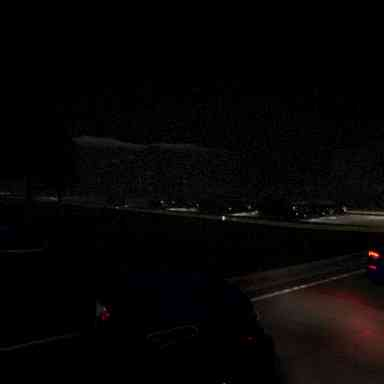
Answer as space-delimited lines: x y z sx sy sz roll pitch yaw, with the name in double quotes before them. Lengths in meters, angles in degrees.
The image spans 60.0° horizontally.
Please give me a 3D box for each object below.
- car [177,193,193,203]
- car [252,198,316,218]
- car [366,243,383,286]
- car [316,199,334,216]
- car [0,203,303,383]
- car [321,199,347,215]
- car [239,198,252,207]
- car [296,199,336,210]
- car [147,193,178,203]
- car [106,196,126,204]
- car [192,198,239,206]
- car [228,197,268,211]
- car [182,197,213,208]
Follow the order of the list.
"car" -1.822 1.224 48.155 2.150 2.045 5.566 0 0 -36
"car" 7.895 1.352 28.892 2.097 1.767 4.553 0 0 -36
"car" 6.039 1.526 8.071 4.674 1.442 1.812 0 0 -35
"car" 10.404 1.601 31.388 1.895 1.301 4.718 0 0 -36
"car" -1.855 1.221 2.422 5.566 2.045 2.150 0 0 -35
"car" 13.119 1.492 33.607 2.128 1.511 4.902 0 0 -36
"car" 4.940 1.492 38.863 2.128 1.511 4.902 0 0 -36
"car" 16.108 1.601 43.410 1.895 1.301 4.718 0 0 -36
"car" -4.330 1.352 45.646 2.097 1.767 4.553 0 0 -36
"car" -13.330 1.396 58.260 1.882 1.535 5.008 0 0 -36
"car" 2.499 1.505 36.273 1.837 1.490 4.892 0 0 -36
"car" 6.985 1.492 41.998 2.128 1.511 4.902 0 0 -36
"car" 0.762 1.547 50.544 2.033 1.411 5.357 0 0 -36
